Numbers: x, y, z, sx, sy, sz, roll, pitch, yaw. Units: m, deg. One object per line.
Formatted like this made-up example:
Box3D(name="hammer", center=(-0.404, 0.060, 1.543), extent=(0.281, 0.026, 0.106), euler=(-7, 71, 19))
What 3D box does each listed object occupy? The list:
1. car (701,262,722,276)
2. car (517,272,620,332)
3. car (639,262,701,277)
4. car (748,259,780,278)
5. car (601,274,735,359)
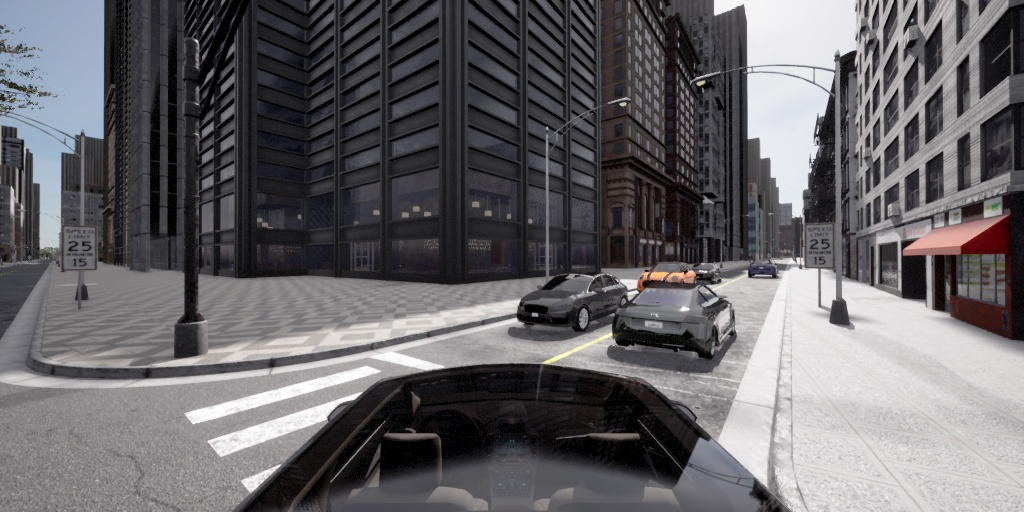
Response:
Box3D(name="car", center=(14.695, 1.259, 27.379), extent=(1.837, 1.490, 4.892), euler=(0, 0, 38))
Box3D(name="car", center=(2.084, 1.268, 11.185), extent=(1.837, 1.490, 4.892), euler=(0, 0, 38))
Box3D(name="car", center=(8.398, 1.111, 19.302), extent=(2.097, 1.767, 4.553), euler=(0, 0, 38))
Box3D(name="car", center=(23.601, 1.084, 33.697), extent=(2.097, 1.767, 4.553), euler=(0, 0, 38))
Box3D(name="car", center=(4.006, 1.312, 8.606), extent=(1.994, 1.385, 4.181), euler=(0, 0, 38))
